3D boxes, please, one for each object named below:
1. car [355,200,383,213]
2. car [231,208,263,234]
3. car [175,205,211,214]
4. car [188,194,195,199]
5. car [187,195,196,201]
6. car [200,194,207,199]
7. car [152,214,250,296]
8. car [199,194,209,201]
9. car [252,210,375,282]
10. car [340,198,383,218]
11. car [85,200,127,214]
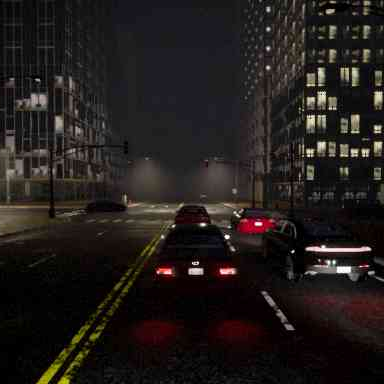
[{"bbox_3d":[21.719,1.642,38.545,4.829,1.417,1.752,1,0,1],"label":"car"},{"bbox_3d":[3.306,1.554,18.494,1.994,1.385,4.181,0,0,0],"label":"car"},{"bbox_3d":[0.061,1.468,18.599,1.882,1.535,5.008,0,0,1],"label":"car"},{"bbox_3d":[-0.217,1.337,91.444,1.895,1.301,4.718,0,0,0],"label":"car"},{"bbox_3d":[-0.193,1.442,81.412,1.812,1.442,4.674,0,0,0],"label":"car"},{"bbox_3d":[3.033,1.266,91.421,1.812,1.442,4.674,0,0,0],"label":"car"},{"bbox_3d":[0.081,1.544,8.779,2.033,1.411,5.357,0,0,0],"label":"car"},{"bbox_3d":[3.057,1.513,81.449,1.895,1.301,4.718,0,0,0],"label":"car"},{"bbox_3d":[3.326,1.487,9.694,2.128,1.511,4.902,0,0,0],"label":"car"},{"bbox_3d":[16.130,1.519,30.245,5.009,1.841,2.192,1,0,1],"label":"car"},{"bbox_3d":[-8.850,1.486,34.307,4.181,1.385,1.994,0,1,-13],"label":"car"}]
